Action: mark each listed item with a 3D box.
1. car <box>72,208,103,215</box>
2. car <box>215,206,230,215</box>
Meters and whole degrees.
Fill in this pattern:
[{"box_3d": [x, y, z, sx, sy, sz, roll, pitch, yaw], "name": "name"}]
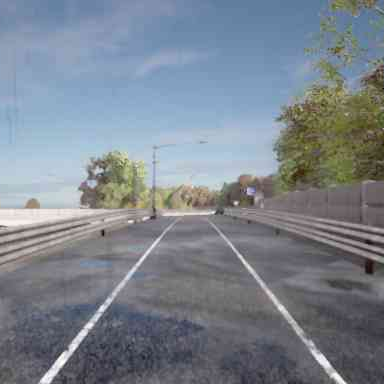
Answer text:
[{"box_3d": [-14.841, 3.115, 49.165, 5.357, 1.411, 2.033, 3, -4, -43], "name": "car"}, {"box_3d": [7.326, 4.319, 77.362, 2.150, 2.045, 5.566, -2, -3, 28], "name": "car"}]
